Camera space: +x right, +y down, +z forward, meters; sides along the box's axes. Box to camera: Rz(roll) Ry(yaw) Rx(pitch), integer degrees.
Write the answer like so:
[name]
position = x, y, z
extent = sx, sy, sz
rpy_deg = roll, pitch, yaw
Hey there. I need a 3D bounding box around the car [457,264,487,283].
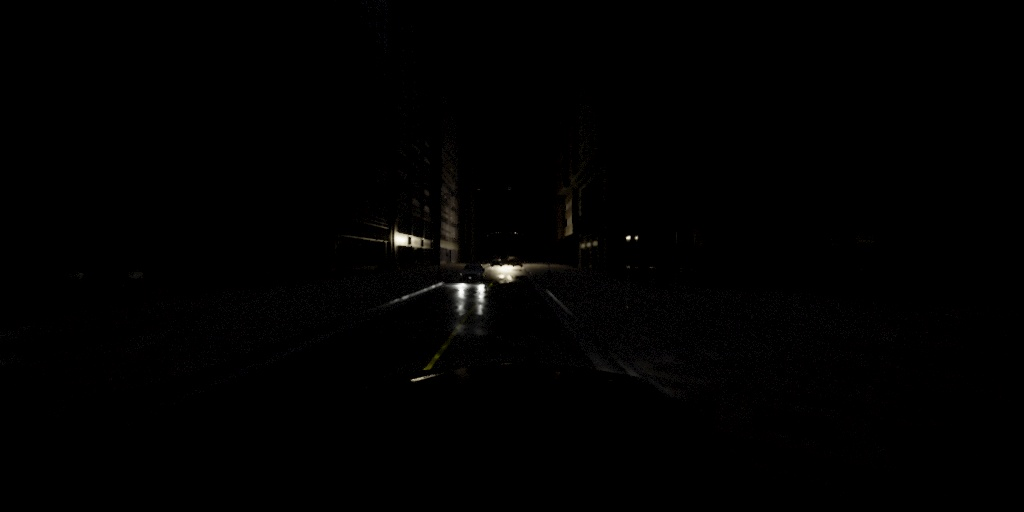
[car]
position = -3.095, 1.339, 28.767
extent = 1.812, 1.442, 4.674
rpy_deg = 0, 0, 0
